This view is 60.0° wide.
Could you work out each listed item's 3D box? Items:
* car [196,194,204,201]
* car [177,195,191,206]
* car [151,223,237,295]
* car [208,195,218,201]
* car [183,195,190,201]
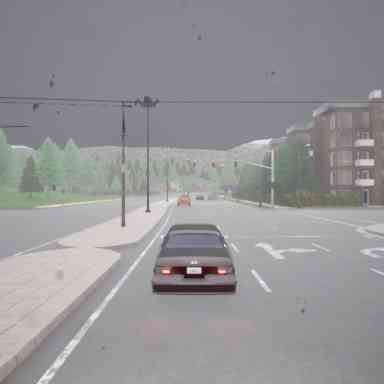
[{"bbox_3d":[2.071,1.473,85.471,1.882,1.535,5.008,0,0,0],"label":"car"},{"bbox_3d":[-1.298,1.349,54.611,2.097,1.767,4.553,0,0,-1],"label":"car"},{"bbox_3d":[0.052,1.547,8.865,2.033,1.411,5.357,0,0,0],"label":"car"},{"bbox_3d":[5.571,1.535,85.475,2.033,1.411,5.357,0,0,0],"label":"car"},{"bbox_3d":[-1.429,1.519,85.436,1.812,1.442,4.674,0,0,0],"label":"car"}]
